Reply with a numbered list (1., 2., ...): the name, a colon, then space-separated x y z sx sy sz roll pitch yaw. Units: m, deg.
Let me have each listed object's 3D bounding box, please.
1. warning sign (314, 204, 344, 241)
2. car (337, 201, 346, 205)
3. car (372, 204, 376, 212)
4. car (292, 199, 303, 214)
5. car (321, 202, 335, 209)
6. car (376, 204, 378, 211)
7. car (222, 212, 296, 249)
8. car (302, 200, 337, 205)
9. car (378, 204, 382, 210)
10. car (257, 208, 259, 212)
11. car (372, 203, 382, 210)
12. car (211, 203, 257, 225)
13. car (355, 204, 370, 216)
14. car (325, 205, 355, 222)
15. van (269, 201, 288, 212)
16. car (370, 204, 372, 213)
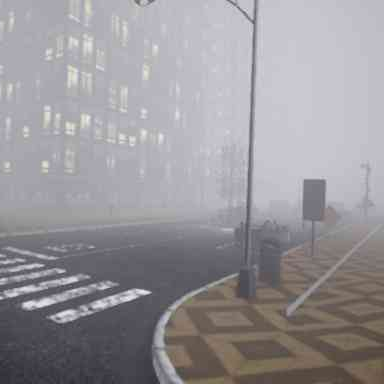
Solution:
1. warning sign: 7.580 1.632 18.374 1.300 1.860 1.060 3 1 33
2. car: 21.078 2.280 48.752 2.150 2.045 5.566 2 0 33
3. car: 30.871 2.878 59.046 1.967 1.590 4.097 1 0 33
4. car: 15.529 2.058 45.677 2.150 2.045 5.566 2 0 33
5. car: 29.924 2.977 73.069 1.947 1.339 4.313 2 0 33
6. car: 33.918 3.124 63.791 1.947 1.339 4.313 1 0 33
7. car: 3.519 1.910 16.270 2.008 1.369 4.403 1 0 33
8. car: 15.240 2.049 39.597 2.150 2.045 5.566 2 0 33
9. car: 40.020 3.363 73.282 1.947 1.339 4.313 1 0 33
10. car: 5.528 1.892 35.117 1.967 1.590 4.097 1 0 33
11. car: 46.122 3.579 82.772 1.887 1.381 4.507 1 0 33
12. car: 3.302 1.885 26.854 1.812 1.442 4.674 2 0 33
13. car: 24.766 2.765 49.555 1.947 1.339 4.313 1 0 33
14. car: 15.613 2.405 35.319 1.947 1.339 4.313 1 0 33
15. van: 11.630 2.034 44.606 1.690 1.788 3.998 1 0 33
16. car: 27.815 2.901 54.300 1.802 1.307 4.206 1 0 33
